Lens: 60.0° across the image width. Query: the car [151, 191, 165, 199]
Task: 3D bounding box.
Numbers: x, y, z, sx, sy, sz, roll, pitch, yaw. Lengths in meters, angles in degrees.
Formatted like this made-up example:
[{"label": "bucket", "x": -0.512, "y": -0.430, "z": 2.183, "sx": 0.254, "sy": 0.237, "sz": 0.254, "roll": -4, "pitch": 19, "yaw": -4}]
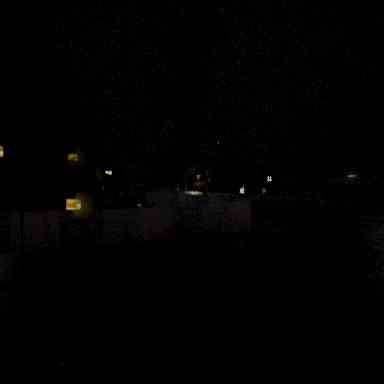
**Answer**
[{"label": "car", "x": -6.437, "y": 0.639, "z": 61.664, "sx": 1.812, "sy": 1.442, "sz": 4.674, "roll": 1, "pitch": 1, "yaw": -21}]
